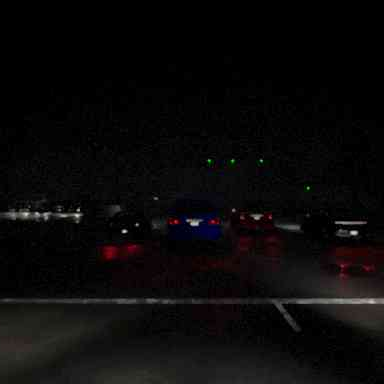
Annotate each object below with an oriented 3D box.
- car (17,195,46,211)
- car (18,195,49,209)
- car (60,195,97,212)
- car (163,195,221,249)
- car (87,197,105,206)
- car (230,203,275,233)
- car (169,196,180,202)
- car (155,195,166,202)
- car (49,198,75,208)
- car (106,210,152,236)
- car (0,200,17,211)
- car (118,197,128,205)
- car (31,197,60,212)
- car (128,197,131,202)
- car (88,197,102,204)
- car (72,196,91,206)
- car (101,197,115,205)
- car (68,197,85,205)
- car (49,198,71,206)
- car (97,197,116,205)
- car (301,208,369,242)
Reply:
[{"bbox_3d":[-21.068,1.422,43.712,2.150,2.045,5.566,0,0,0],"label":"car"},{"bbox_3d":[-24.520,1.457,51.797,2.150,2.045,5.566,0,0,0],"label":"car"},{"bbox_3d":[-14.107,1.413,41.592,2.150,2.045,5.566,0,0,0],"label":"car"},{"bbox_3d":[0.095,1.303,15.213,2.150,2.045,5.566,0,0,0],"label":"car"},{"bbox_3d":[-17.524,1.780,61.085,1.837,1.490,4.892,0,0,0],"label":"car"},{"bbox_3d":[3.592,1.458,20.502,2.097,1.767,4.553,0,0,0],"label":"car"},{"bbox_3d":[-4.956,1.970,94.614,1.994,1.385,4.181,0,0,-22],"label":"car"},{"bbox_3d":[-7.937,1.997,92.545,1.895,1.301,4.718,0,0,-22],"label":"car"},{"bbox_3d":[-21.021,1.793,54.055,2.033,1.411,5.357,0,0,0],"label":"car"},{"bbox_3d":[-3.406,1.699,18.977,1.895,1.301,4.718,0,0,0],"label":"car"},{"bbox_3d":[-24.583,1.739,41.409,2.033,1.411,5.357,0,0,0],"label":"car"},{"bbox_3d":[-14.027,1.827,62.178,2.033,1.411,5.357,0,0,0],"label":"car"},{"bbox_3d":[-17.589,1.684,41.723,2.128,1.511,4.902,0,0,0],"label":"car"},{"bbox_3d":[-14.255,1.798,71.639,1.882,1.535,5.008,0,0,-3],"label":"car"},{"bbox_3d":[-21.487,1.871,73.980,2.033,1.411,5.357,0,0,-6],"label":"car"},{"bbox_3d":[-21.026,1.638,63.572,2.097,1.767,4.553,0,0,0],"label":"car"},{"bbox_3d":[-17.655,1.793,70.326,1.882,1.535,5.008,0,0,-3],"label":"car"},{"bbox_3d":[-24.761,1.845,71.318,2.128,1.511,4.902,0,0,-3],"label":"car"},{"bbox_3d":[-24.526,1.827,61.910,2.033,1.411,5.357,0,0,0],"label":"car"},{"bbox_3d":[-14.021,1.785,52.292,2.033,1.411,5.357,0,0,0],"label":"car"},{"bbox_3d":[7.094,1.583,16.980,2.128,1.511,4.902,0,0,0],"label":"car"}]
